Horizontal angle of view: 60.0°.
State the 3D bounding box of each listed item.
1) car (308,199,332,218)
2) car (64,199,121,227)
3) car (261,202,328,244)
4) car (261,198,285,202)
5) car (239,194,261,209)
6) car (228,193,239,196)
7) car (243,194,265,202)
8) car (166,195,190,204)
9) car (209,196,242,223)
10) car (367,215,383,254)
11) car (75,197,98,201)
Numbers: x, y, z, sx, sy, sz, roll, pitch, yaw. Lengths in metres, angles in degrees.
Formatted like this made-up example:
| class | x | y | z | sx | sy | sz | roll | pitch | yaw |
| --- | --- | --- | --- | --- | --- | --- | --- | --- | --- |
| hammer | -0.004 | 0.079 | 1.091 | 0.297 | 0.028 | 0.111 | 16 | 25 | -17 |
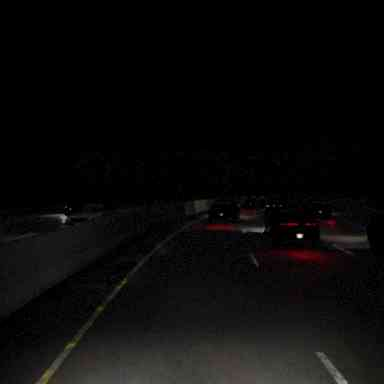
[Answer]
| class | x | y | z | sx | sy | sz | roll | pitch | yaw |
| --- | --- | --- | --- | --- | --- | --- | --- | --- | --- |
| car | 10.533 | 1.329 | 27.867 | 1.812 | 1.442 | 4.674 | 0 | 0 | 16 |
| car | -5.706 | 1.387 | 19.802 | 1.812 | 1.442 | 4.674 | 0 | 0 | 9 |
| car | 4.407 | 1.398 | 15.102 | 1.837 | 1.490 | 4.892 | 0 | 0 | 7 |
| car | 8.435 | 1.315 | 33.067 | 2.033 | 1.411 | 5.357 | 0 | 0 | 19 |
| car | 7.672 | 1.206 | 40.664 | 2.128 | 1.511 | 4.902 | 0 | 0 | 22 |
| car | 9.087 | 0.885 | 70.822 | 1.994 | 1.385 | 4.181 | 0 | 1 | 37 |
| car | 11.811 | 1.109 | 62.817 | 2.033 | 1.411 | 5.357 | 0 | 0 | 36 |
| car | -1.859 | 1.172 | 45.483 | 2.128 | 1.511 | 4.902 | 0 | 0 | 24 |
| car | 2.427 | 1.308 | 24.166 | 1.882 | 1.535 | 5.008 | 0 | 0 | 12 |
| car | 7.372 | 1.152 | 9.823 | 2.150 | 2.045 | 5.566 | 0 | 0 | 4 |
| car | -10.230 | 1.281 | 32.018 | 1.837 | 1.490 | 4.892 | 0 | 0 | 15 |
